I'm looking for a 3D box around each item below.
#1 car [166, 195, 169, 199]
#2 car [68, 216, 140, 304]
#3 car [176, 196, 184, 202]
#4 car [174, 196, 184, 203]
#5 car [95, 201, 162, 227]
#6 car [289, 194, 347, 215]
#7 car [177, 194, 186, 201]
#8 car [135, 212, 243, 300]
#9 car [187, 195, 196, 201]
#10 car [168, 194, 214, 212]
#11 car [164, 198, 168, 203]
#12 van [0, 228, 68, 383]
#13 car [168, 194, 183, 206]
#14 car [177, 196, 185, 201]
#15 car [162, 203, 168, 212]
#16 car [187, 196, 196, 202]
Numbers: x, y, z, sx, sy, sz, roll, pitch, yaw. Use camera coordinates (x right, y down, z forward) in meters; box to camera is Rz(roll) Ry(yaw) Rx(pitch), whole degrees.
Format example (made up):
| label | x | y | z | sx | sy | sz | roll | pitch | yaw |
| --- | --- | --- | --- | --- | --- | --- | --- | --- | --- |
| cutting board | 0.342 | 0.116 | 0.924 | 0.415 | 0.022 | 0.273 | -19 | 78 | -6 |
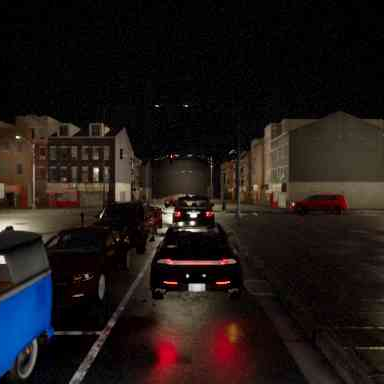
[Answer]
| label | x | y | z | sx | sy | sz | roll | pitch | yaw |
| --- | --- | --- | --- | --- | --- | --- | --- | --- | --- |
| car | -2.695 | 1.327 | 45.446 | 2.192 | 1.841 | 5.009 | 0 | 0 | 0 |
| car | -2.652 | 1.543 | 8.169 | 1.887 | 1.381 | 4.507 | 0 | 0 | 0 |
| car | -2.730 | 1.579 | 77.838 | 1.752 | 1.417 | 4.829 | 0 | 0 | 0 |
| car | -2.724 | 1.596 | 72.580 | 2.008 | 1.369 | 4.403 | 0 | 0 | 0 |
| car | -2.659 | 1.313 | 13.603 | 2.192 | 1.841 | 5.009 | 0 | 0 | 0 |
| car | 12.803 | 1.234 | 33.823 | 5.566 | 2.045 | 2.150 | 0 | 0 | 0 |
| car | -2.744 | 1.389 | 88.861 | 2.192 | 1.841 | 5.009 | 0 | 0 | 0 |
| car | 0.089 | 1.490 | 8.364 | 2.128 | 1.511 | 4.902 | 0 | 0 | 0 |
| car | -0.095 | 1.426 | 86.166 | 2.128 | 1.511 | 4.902 | 0 | 0 | 0 |
| car | 0.079 | 1.220 | 18.557 | 2.150 | 2.045 | 5.566 | 0 | 0 | 0 |
| car | -5.202 | 1.555 | 30.888 | 5.357 | 1.411 | 2.033 | 0 | 0 | 0 |
| van | -2.647 | 1.340 | 2.735 | 1.690 | 1.788 | 3.998 | 0 | 0 | 0 |
| car | -2.707 | 1.338 | 56.300 | 2.192 | 1.841 | 5.009 | 0 | 0 | 0 |
| car | -2.736 | 1.630 | 83.434 | 1.947 | 1.339 | 4.313 | 0 | 0 | 0 |
| car | -2.664 | 1.544 | 19.036 | 1.887 | 1.381 | 4.507 | 0 | 0 | 0 |
| car | -0.084 | 1.639 | 76.193 | 1.895 | 1.301 | 4.718 | 0 | 0 | 0 |
